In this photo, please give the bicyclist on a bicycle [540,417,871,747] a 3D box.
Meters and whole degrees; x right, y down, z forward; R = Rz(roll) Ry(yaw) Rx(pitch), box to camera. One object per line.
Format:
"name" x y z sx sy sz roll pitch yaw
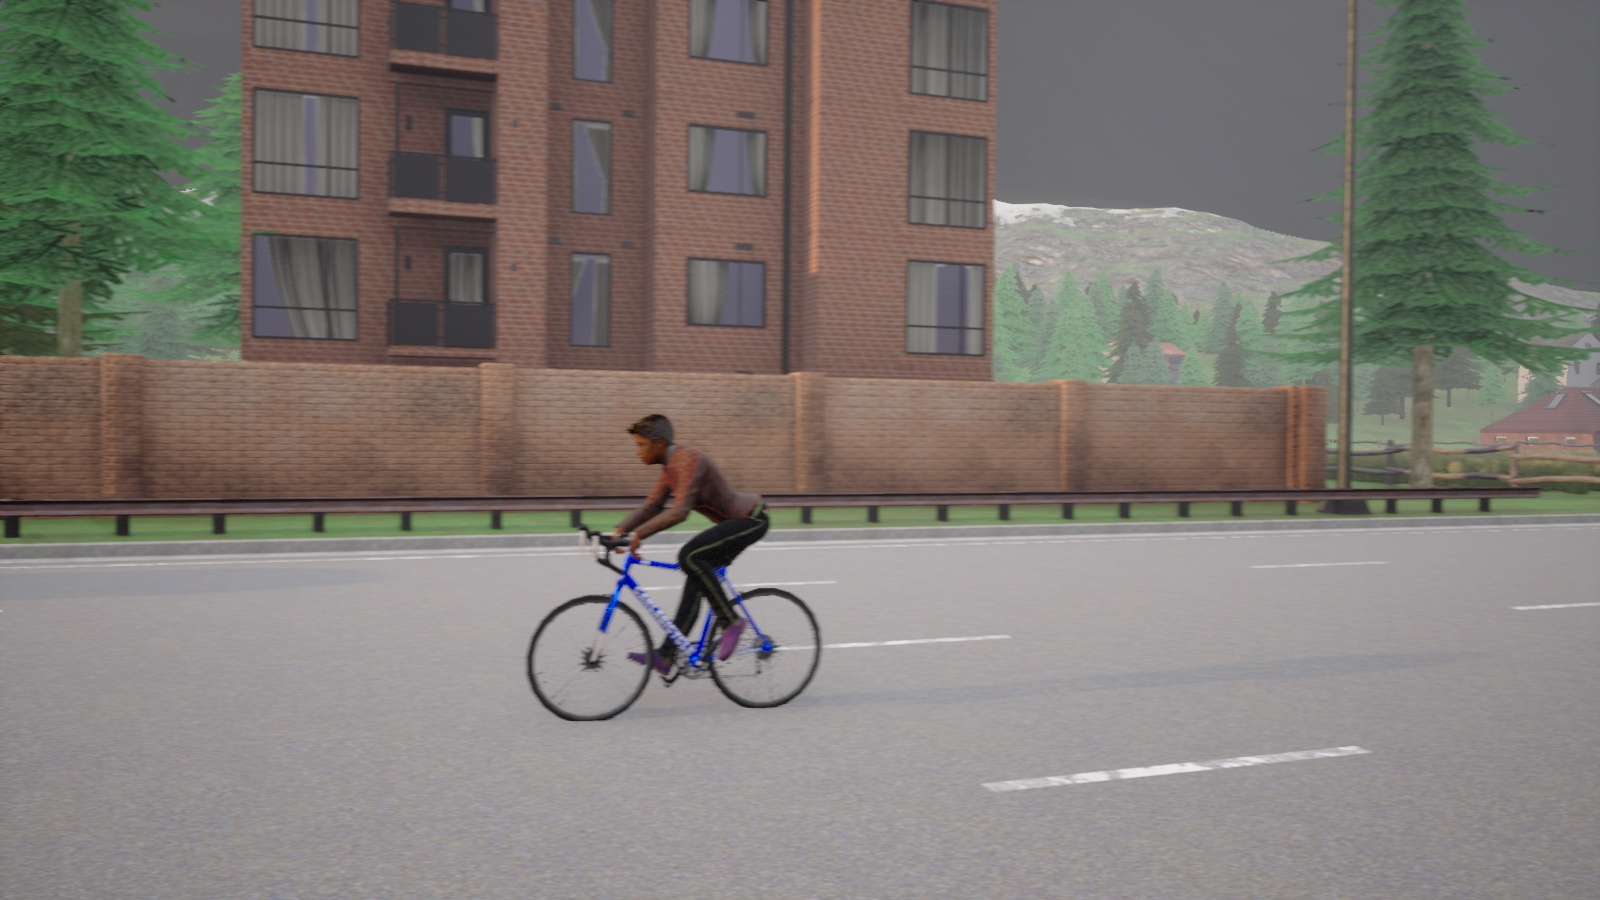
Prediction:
"bicyclist on a bicycle" -0.505 0.646 6.790 1.656 1.620 0.582 -1 1 -21
